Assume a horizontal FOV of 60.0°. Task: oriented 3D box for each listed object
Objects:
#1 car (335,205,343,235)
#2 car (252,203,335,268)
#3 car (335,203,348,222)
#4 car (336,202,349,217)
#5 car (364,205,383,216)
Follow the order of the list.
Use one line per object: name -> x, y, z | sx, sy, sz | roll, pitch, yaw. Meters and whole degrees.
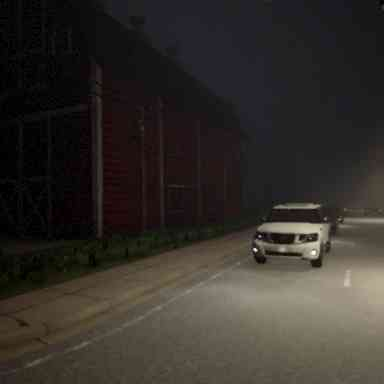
car -> 8.513, 1.869, 21.716 | 1.882, 1.535, 5.008 | -2, -2, 26
car -> 4.030, 1.477, 12.809 | 2.150, 2.045, 5.566 | -2, -2, 27
car -> 12.793, 2.026, 30.230 | 1.837, 1.490, 4.892 | -2, -2, 27
car -> 17.353, 2.011, 39.239 | 2.097, 1.767, 4.553 | -2, -2, 27
car -> 22.201, 2.215, 40.743 | 1.895, 1.301, 4.718 | -2, -2, 27
